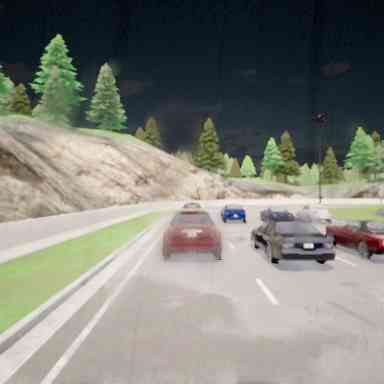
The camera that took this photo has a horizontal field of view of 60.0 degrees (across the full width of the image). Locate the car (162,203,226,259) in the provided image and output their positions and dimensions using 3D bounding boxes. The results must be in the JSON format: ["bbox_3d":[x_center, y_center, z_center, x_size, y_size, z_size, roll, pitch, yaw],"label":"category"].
[{"bbox_3d":[0.015,1.498,13.404,2.097,1.767,4.553,0,-1,0],"label":"car"}]

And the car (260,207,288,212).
[{"bbox_3d":[7.040,1.909,28.221,1.895,1.301,4.718,0,-1,1],"label":"car"}]

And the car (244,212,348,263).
[{"bbox_3d":[3.506,1.685,12.487,2.033,1.411,5.357,0,-1,0],"label":"car"}]

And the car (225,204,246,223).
[{"bbox_3d":[3.572,1.796,29.232,1.882,1.535,5.008,0,0,1],"label":"car"}]

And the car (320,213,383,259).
[{"bbox_3d":[7.012,1.746,13.223,1.895,1.301,4.718,0,-1,0],"label":"car"}]

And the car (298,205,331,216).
[{"bbox_3d":[10.561,1.840,28.878,1.812,1.442,4.674,0,0,1],"label":"car"}]
